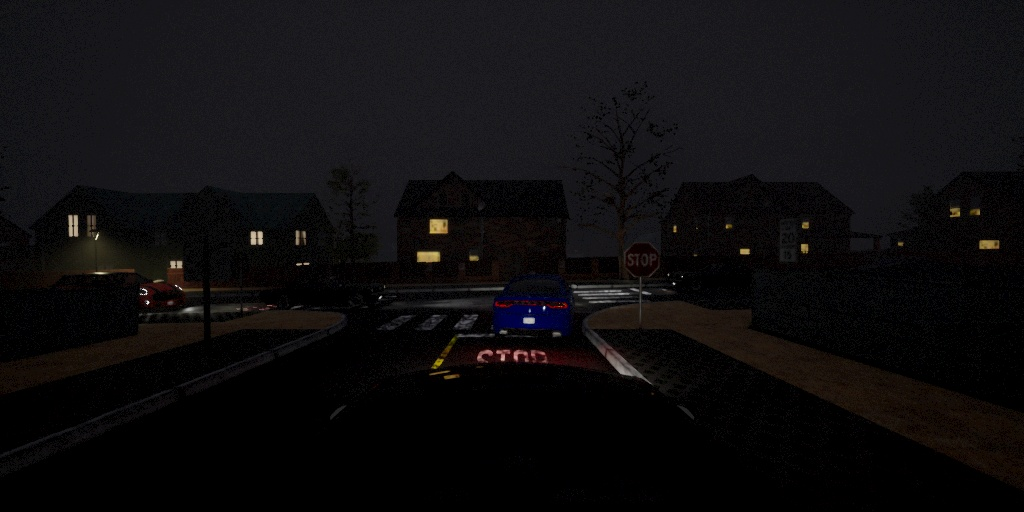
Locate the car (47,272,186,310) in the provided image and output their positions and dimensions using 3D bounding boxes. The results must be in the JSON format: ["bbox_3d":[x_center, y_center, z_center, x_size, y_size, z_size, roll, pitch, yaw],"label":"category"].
[{"bbox_3d":[-16.806,1.471,15.266,4.553,1.767,2.097,-1,1,0],"label":"car"}]

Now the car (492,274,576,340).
[{"bbox_3d":[0.782,1.226,10.075,1.882,1.535,5.008,0,0,10],"label":"car"}]

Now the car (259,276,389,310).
[{"bbox_3d":[-7.819,1.506,15.278,4.718,1.301,1.895,-1,1,0],"label":"car"}]

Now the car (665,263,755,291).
[{"bbox_3d":[10.401,1.034,18.216,4.718,1.301,1.895,-1,1,-1],"label":"car"}]

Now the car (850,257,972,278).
[{"bbox_3d":[20.047,0.753,18.257,5.357,1.411,2.033,-1,1,0],"label":"car"}]
